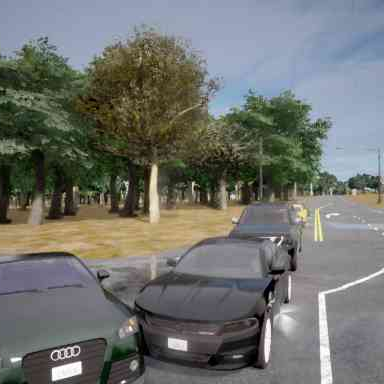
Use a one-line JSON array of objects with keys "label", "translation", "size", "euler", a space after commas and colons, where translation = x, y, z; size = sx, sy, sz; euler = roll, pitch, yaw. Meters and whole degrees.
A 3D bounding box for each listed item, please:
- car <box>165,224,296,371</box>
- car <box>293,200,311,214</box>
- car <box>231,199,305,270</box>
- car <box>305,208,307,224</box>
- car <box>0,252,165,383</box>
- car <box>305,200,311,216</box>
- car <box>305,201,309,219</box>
[{"label": "car", "translation": [0.737, 1.613, 6.264], "size": [1.882, 1.535, 5.008], "euler": [-1, -2, 21]}, {"label": "car", "translation": [13.316, 1.747, 40.152], "size": [1.812, 1.442, 4.674], "euler": [-1, 0, 21]}, {"label": "car", "translation": [2.858, 1.459, 12.405], "size": [2.150, 2.045, 5.566], "euler": [-2, 0, 21]}, {"label": "car", "translation": [5.085, 1.774, 18.309], "size": [1.895, 1.301, 4.718], "euler": [-1, 0, 21]}, {"label": "car", "translation": [-2.309, 1.643, 4.967], "size": [1.994, 1.385, 4.181], "euler": [1, -2, -33]}, {"label": "car", "translation": [9.293, 1.724, 29.567], "size": [1.812, 1.442, 4.674], "euler": [-1, 0, 21]}, {"label": "car", "translation": [7.234, 1.664, 24.063], "size": [1.882, 1.535, 5.008], "euler": [-1, 0, 21]}]
